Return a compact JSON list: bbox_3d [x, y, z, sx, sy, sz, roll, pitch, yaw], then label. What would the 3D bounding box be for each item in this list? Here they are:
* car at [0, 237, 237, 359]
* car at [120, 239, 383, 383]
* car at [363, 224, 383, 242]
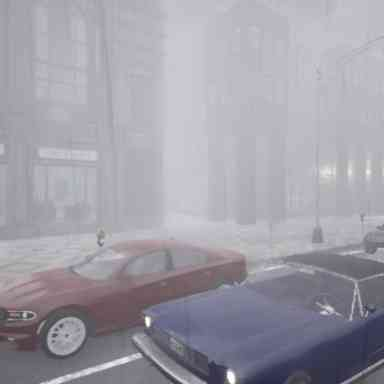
[{"bbox_3d":[-0.967,1.552,5.961,4.507,1.381,1.887,0,0,-35],"label":"car"},{"bbox_3d":[1.645,1.612,4.552,4.718,1.301,1.895,0,0,-36],"label":"car"},{"bbox_3d":[8.211,1.607,12.507,4.313,1.339,1.947,0,0,-35],"label":"car"}]
